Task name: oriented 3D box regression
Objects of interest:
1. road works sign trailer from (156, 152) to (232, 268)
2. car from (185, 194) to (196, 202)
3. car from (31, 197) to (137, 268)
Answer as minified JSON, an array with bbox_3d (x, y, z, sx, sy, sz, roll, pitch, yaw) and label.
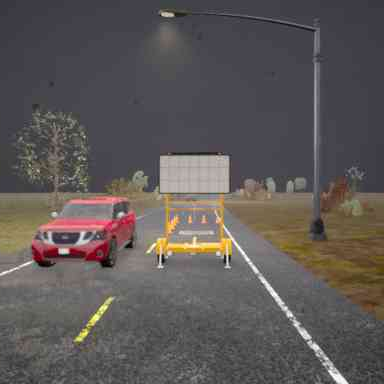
[{"bbox_3d":[0.085,0.464,11.258,2.380,3.560,2.880,0,0,1],"label":"road works sign trailer"},{"bbox_3d":[-0.243,1.204,72.438,2.150,2.045,5.566,0,0,5],"label":"car"},{"bbox_3d":[-3.368,1.220,11.619,2.150,2.045,5.566,0,0,1],"label":"car"}]
